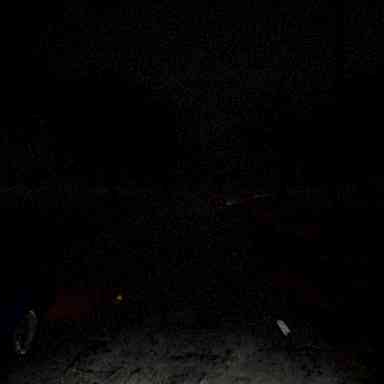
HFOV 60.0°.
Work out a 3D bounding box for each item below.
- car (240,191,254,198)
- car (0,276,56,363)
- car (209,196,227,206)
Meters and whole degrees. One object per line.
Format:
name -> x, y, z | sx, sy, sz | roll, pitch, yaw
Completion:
car -> 11.083, 0.498, 66.557 | 1.895, 1.301, 4.718 | 0, 1, 26
car -> -3.117, 1.582, 3.141 | 1.895, 1.301, 4.718 | 0, 0, 0
car -> 3.793, 1.202, 46.926 | 1.895, 1.301, 4.718 | 0, 1, 15
